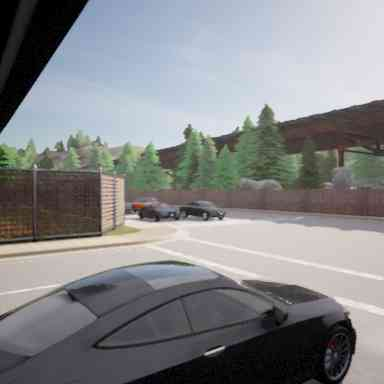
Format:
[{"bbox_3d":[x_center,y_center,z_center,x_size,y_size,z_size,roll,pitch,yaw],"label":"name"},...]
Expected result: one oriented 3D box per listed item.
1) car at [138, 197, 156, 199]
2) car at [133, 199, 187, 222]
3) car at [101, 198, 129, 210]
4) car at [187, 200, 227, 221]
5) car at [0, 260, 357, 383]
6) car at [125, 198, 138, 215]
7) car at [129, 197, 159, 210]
[{"bbox_3d":[-4.528,1.339,35.241,2.097,1.767,4.553,0,0,-36],"label":"car"},{"bbox_3d":[-2.646,1.554,26.678,1.994,1.385,4.181,0,0,-36],"label":"car"},{"bbox_3d":[-9.951,1.551,42.732,1.994,1.385,4.181,0,0,-36],"label":"car"},{"bbox_3d":[0.869,1.493,27.787,1.837,1.490,4.892,0,0,-36],"label":"car"},{"bbox_3d":[-0.084,1.524,3.685,4.674,1.442,1.812,0,0,-35],"label":"car"},{"bbox_3d":[-7.673,1.495,33.617,1.837,1.490,4.892,0,0,-36],"label":"car"},{"bbox_3d":[-6.444,1.462,44.189,1.882,1.535,5.008,0,0,-36],"label":"car"}]
